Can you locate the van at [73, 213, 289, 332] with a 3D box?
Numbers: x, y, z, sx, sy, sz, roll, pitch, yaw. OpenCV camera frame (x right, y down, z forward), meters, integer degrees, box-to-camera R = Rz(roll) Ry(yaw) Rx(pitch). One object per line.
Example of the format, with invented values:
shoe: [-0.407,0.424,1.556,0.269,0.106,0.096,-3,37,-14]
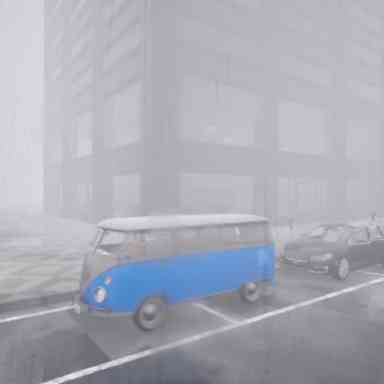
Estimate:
van: [-0.130,1.347,6.558,3.998,1.788,1.690,0,0,-36]

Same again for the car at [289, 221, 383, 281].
car: [4.443,1.566,9.821,4.403,1.369,2.008,0,0,-36]
